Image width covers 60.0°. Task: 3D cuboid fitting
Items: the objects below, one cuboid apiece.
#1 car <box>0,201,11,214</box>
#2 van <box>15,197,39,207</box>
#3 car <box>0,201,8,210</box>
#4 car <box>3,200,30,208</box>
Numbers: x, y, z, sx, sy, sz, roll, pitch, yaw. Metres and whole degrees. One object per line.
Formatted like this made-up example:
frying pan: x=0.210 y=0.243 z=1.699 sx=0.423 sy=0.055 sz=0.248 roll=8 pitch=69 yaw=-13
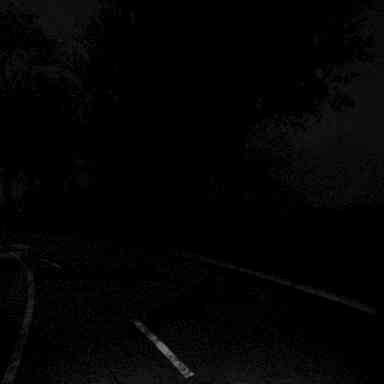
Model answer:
car: x=-26.268 y=2.339 z=45.106 sx=1.895 sy=1.301 sz=4.718 roll=-1 pitch=0 yaw=-7
van: x=-37.970 y=2.305 z=76.561 sx=4.442 sy=1.987 sz=1.878 roll=-1 pitch=0 yaw=-7
car: x=-35.915 y=2.518 z=59.729 sx=4.674 sy=1.452 sz=2.002 roll=-1 pitch=0 yaw=-7
car: x=-37.354 y=2.557 z=70.942 sx=4.674 sy=1.452 sz=2.002 roll=-1 pitch=0 yaw=-7
